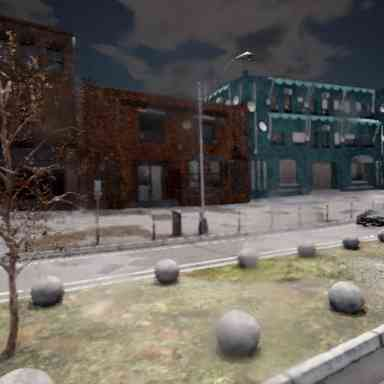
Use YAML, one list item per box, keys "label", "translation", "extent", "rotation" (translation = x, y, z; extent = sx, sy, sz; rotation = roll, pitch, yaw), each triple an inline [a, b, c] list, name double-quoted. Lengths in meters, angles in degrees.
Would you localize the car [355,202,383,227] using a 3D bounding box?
- label: "car"
  translation: [12.380, 1.300, 20.391]
  extent: [5.357, 1.411, 2.033]
  rotation: [-5, 3, -30]
